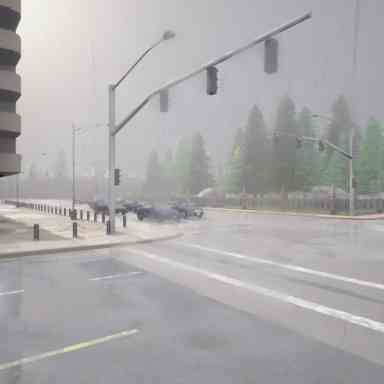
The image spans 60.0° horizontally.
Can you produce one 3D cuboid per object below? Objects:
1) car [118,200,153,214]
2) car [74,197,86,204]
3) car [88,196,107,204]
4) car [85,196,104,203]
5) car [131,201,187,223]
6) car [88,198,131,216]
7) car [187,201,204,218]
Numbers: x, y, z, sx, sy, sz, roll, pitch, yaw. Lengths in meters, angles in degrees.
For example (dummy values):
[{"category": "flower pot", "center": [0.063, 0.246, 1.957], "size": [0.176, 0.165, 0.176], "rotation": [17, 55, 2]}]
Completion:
[{"category": "car", "center": [-6.396, 1.656, 37.109], "size": [1.895, 1.301, 4.718], "rotation": [0, 0, -36]}, {"category": "car", "center": [-20.834, 1.656, 62.913], "size": [1.895, 1.301, 4.718], "rotation": [0, 0, -36]}, {"category": "car", "center": [-18.764, 1.547, 66.003], "size": [2.128, 1.511, 4.902], "rotation": [0, 0, -36]}, {"category": "car", "center": [-12.499, 1.656, 45.399], "size": [1.895, 1.301, 4.718], "rotation": [0, 0, -36]}, {"category": "car", "center": [-2.722, 1.581, 26.259], "size": [1.812, 1.442, 4.674], "rotation": [0, 0, -38]}, {"category": "car", "center": [-8.429, 1.603, 33.966], "size": [2.033, 1.411, 5.357], "rotation": [0, 0, -36]}, {"category": "car", "center": [-0.920, 1.547, 29.683], "size": [2.128, 1.511, 4.902], "rotation": [0, 0, -36]}]
